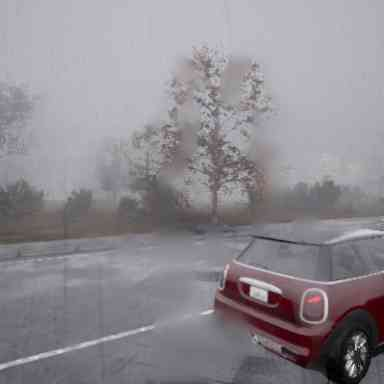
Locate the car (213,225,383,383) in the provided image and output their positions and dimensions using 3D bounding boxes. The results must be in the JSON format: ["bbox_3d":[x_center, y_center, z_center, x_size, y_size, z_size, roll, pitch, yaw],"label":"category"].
[{"bbox_3d":[2.617,1.359,5.575,4.553,1.767,2.097,0,0,-35],"label":"car"}]
